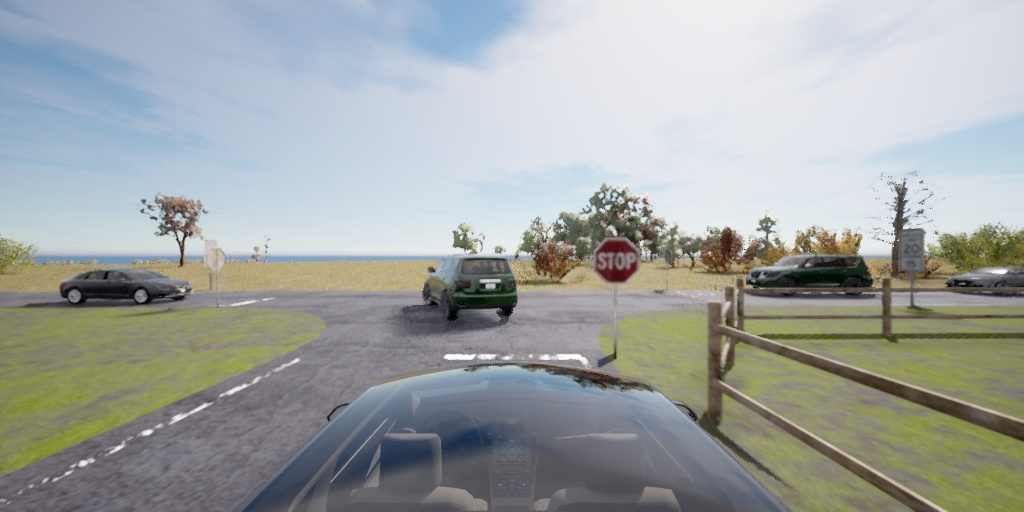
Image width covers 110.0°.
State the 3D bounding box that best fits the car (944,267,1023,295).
[{"bbox_3d":[25.421,1.264,18.651,4.181,1.385,1.994,0,0,0],"label":"car"}]

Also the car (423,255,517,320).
[{"bbox_3d":[-1.697,0.982,13.060,2.150,2.045,5.566,1,0,-23],"label":"car"}]

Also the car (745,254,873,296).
[{"bbox_3d":[15.380,0.942,18.735,5.566,2.045,2.150,0,0,0],"label":"car"}]

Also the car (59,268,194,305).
[{"bbox_3d":[-17.104,1.309,16.042,4.892,1.490,1.837,0,0,1],"label":"car"}]
